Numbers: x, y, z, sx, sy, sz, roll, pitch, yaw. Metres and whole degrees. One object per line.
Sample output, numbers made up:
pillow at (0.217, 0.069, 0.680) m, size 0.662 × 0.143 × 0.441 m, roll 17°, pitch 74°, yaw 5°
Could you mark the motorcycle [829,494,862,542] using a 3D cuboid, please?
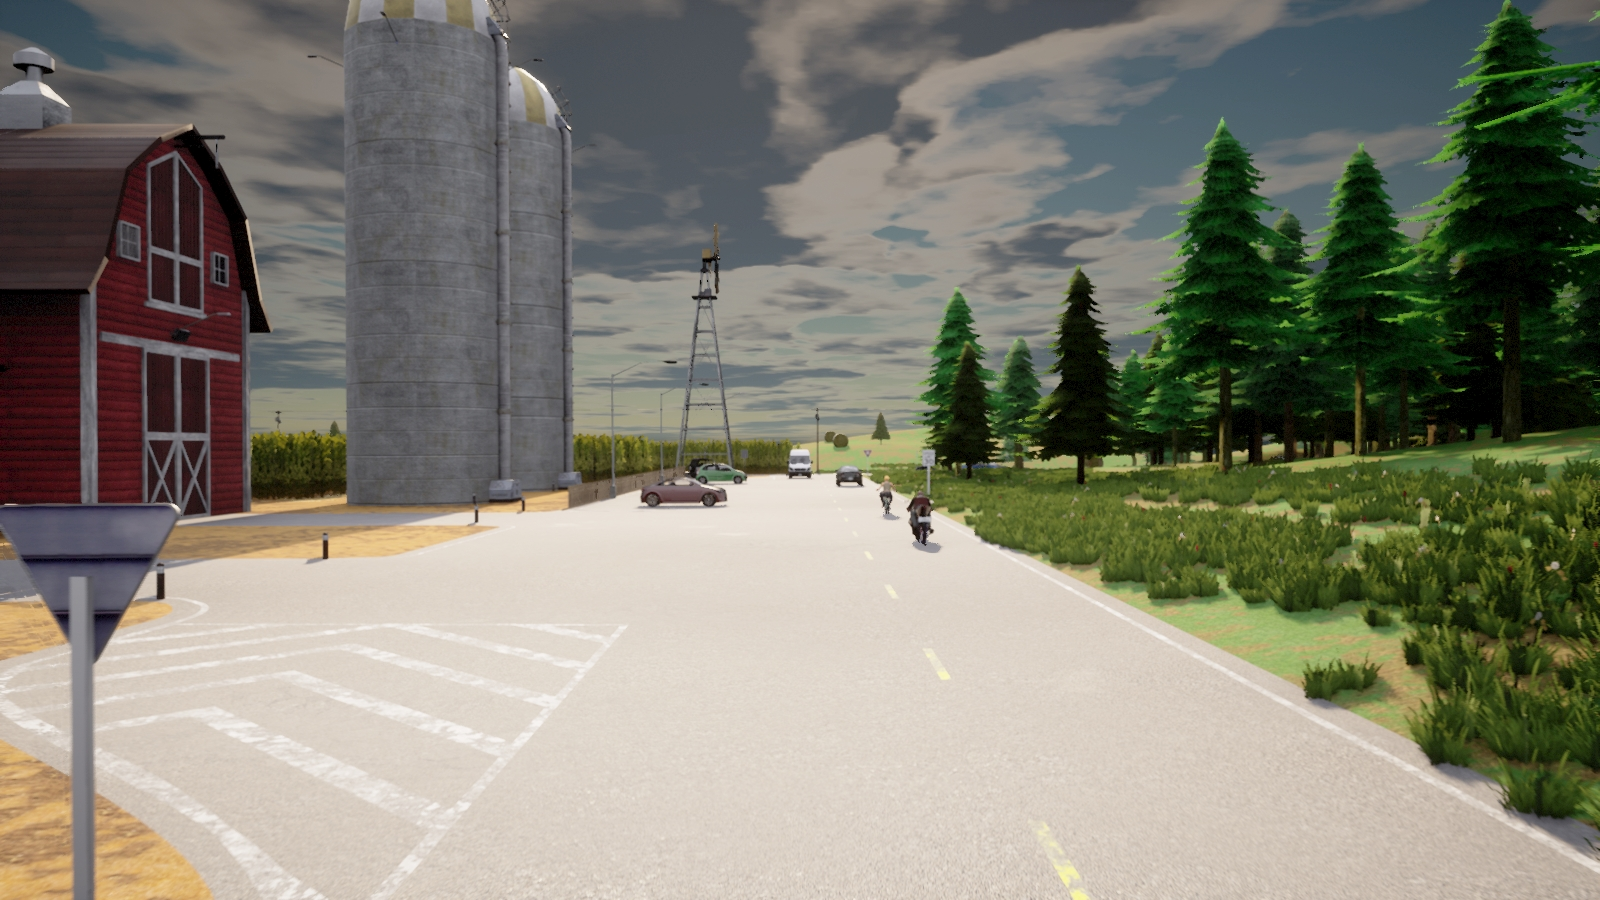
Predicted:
motorcycle at (1.316, 1.958, 33.222) m, size 0.867 × 1.251 × 2.209 m, roll 0°, pitch 0°, yaw 0°
